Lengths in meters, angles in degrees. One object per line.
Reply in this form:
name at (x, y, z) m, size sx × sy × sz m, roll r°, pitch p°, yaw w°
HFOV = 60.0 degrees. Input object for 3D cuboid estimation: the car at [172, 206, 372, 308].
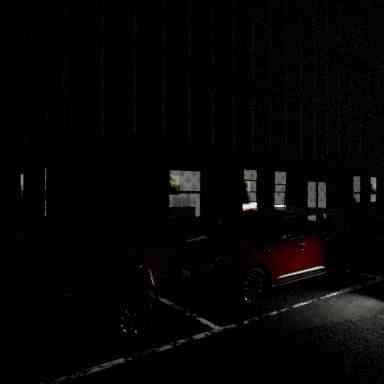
car at (1.937, 1.314, 8.105) m, size 5.009 × 1.841 × 2.192 m, roll 0°, pitch 0°, yaw -35°

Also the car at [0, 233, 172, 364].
car at (-2.594, 1.440, 4.884) m, size 4.097 × 1.590 × 1.967 m, roll 0°, pitch 0°, yaw -35°

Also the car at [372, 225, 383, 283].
car at (6.384, 1.522, 7.926) m, size 4.674 × 1.442 × 1.812 m, roll 0°, pitch 0°, yaw -36°

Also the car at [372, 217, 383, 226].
car at (6.468, 1.561, 11.329) m, size 4.313 × 1.339 × 1.947 m, roll 0°, pitch 0°, yaw -35°
